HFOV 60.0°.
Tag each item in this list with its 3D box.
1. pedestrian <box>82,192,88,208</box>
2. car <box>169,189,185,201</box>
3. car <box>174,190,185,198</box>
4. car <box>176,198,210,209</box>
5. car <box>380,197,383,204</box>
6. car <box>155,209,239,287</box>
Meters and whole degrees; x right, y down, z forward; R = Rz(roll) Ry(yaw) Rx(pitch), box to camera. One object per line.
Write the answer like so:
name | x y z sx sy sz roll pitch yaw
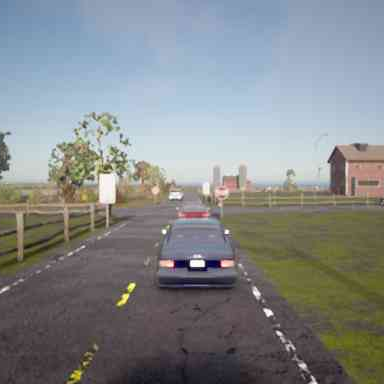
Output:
pedestrian | -12.152 0.926 37.665 0.375 1.860 0.375 0 2 0
car | -2.802 0.473 58.032 2.150 2.045 5.566 0 0 0
car | -2.738 0.408 73.343 2.097 1.767 4.553 0 1 0
car | 0.068 1.280 18.796 1.812 1.442 4.674 0 1 -1
car | 22.068 0.708 34.366 4.892 1.490 1.837 -1 1 0
car | 0.102 1.428 9.056 2.033 1.411 5.357 0 1 0
